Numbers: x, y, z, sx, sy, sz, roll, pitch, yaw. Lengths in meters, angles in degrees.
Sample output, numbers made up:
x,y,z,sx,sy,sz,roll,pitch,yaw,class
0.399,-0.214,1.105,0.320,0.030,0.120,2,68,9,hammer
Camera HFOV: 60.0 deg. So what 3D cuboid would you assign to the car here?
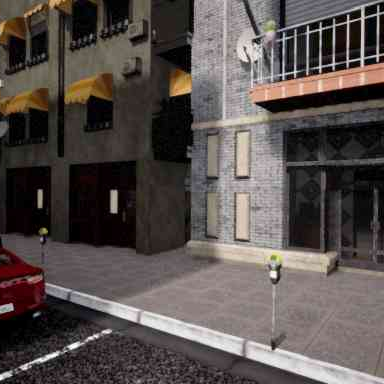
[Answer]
x,y,z,sx,sy,sz,roll,pitch,yaw,class
-4.497,1.544,6.077,4.507,1.381,1.887,0,1,36,car
